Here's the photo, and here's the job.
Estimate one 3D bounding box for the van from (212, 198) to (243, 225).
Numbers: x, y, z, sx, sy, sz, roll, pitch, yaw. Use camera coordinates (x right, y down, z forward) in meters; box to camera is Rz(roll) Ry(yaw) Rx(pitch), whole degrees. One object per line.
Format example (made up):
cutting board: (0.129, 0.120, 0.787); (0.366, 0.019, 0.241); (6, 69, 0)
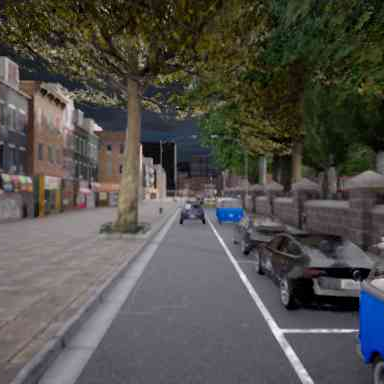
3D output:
van: (2.601, 1.349, 23.952); (1.690, 1.788, 3.998); (1, 0, 0)

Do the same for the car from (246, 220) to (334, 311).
car: (2.631, 1.566, 7.604); (1.947, 1.339, 4.313); (1, 0, 0)

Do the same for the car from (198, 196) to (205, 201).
car: (2.466, 1.710, 88.528); (1.887, 1.381, 4.507); (1, 0, 0)

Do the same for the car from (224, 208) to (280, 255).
car: (2.620, 1.552, 13.053); (2.008, 1.369, 4.403); (1, 0, 0)

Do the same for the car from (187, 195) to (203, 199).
car: (0.009, 1.522, 42.606); (2.128, 1.511, 4.902); (0, 0, 0)

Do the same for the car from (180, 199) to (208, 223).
car: (0.040, 1.535, 25.501); (1.812, 1.442, 4.674); (0, 0, 0)

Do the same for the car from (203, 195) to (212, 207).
car: (2.554, 1.562, 45.920); (1.752, 1.417, 4.829); (1, 0, 0)

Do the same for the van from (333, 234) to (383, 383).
van: (2.645, 1.341, 2.154); (1.690, 1.788, 3.998); (1, 0, 0)
